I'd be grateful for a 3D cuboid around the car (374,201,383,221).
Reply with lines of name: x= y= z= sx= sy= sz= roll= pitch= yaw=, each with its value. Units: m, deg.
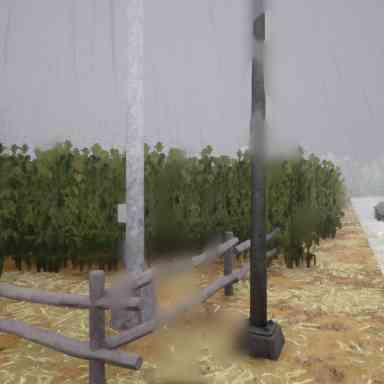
car: x=15.857 y=1.504 z=26.821 sx=1.837 sy=1.490 sz=4.892 roll=0 pitch=0 yaw=25
